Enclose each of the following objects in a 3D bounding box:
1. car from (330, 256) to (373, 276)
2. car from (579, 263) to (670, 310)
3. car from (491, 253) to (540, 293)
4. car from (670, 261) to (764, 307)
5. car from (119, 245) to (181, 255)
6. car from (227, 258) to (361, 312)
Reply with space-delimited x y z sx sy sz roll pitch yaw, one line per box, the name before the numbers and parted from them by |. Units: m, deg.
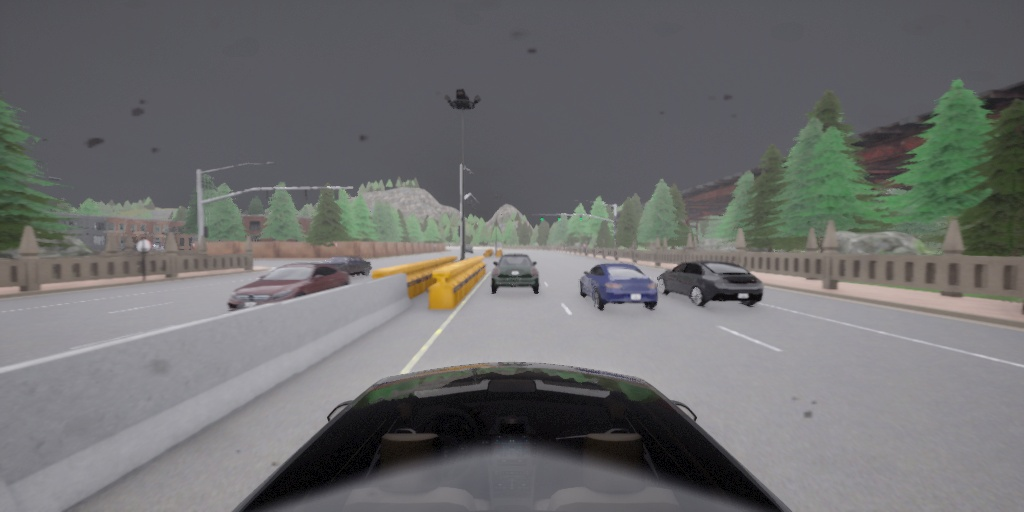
car | -10.463 0.686 22.267 2.033 1.411 5.357 0 2 1
car | 3.625 0.958 12.768 1.812 1.442 4.674 0 2 0
car | 0.146 0.650 17.087 2.097 1.767 4.553 0 2 0
car | 7.129 0.916 13.446 1.837 1.490 4.892 0 2 0
car | -35.322 -0.039 35.177 5.566 2.045 2.150 0 2 1
car | -7.061 0.981 12.015 1.812 1.442 4.674 0 2 0
